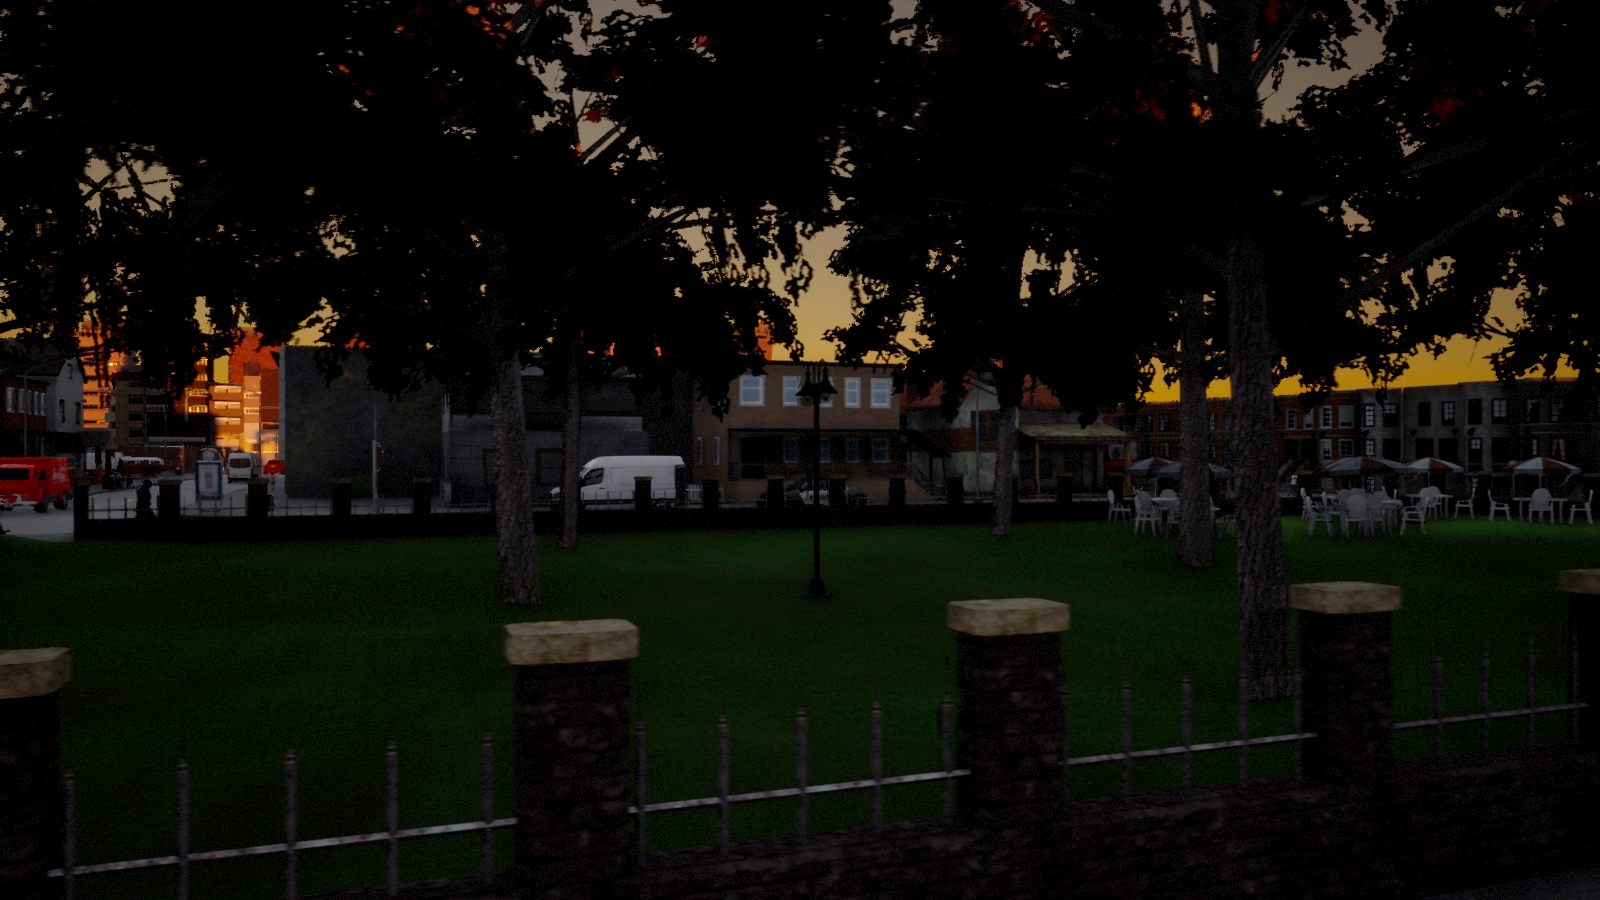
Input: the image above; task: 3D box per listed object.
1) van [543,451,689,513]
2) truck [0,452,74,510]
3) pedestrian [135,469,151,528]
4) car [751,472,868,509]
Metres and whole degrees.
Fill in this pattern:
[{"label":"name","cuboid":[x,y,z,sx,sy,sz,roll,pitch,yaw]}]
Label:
[{"label":"van","cuboid":[-7.912,1.314,49.141,5.915,2.561,1.988,0,0,-20]},{"label":"truck","cuboid":[-35.170,1.345,51.953,2.627,2.467,5.204,0,0,-20]},{"label":"pedestrian","cuboid":[-20.740,1.525,36.068,0.375,1.860,0.375,0,0,-15]},{"label":"car","cuboid":[0.425,1.817,52.309,4.974,1.542,2.038,0,0,-21]}]
